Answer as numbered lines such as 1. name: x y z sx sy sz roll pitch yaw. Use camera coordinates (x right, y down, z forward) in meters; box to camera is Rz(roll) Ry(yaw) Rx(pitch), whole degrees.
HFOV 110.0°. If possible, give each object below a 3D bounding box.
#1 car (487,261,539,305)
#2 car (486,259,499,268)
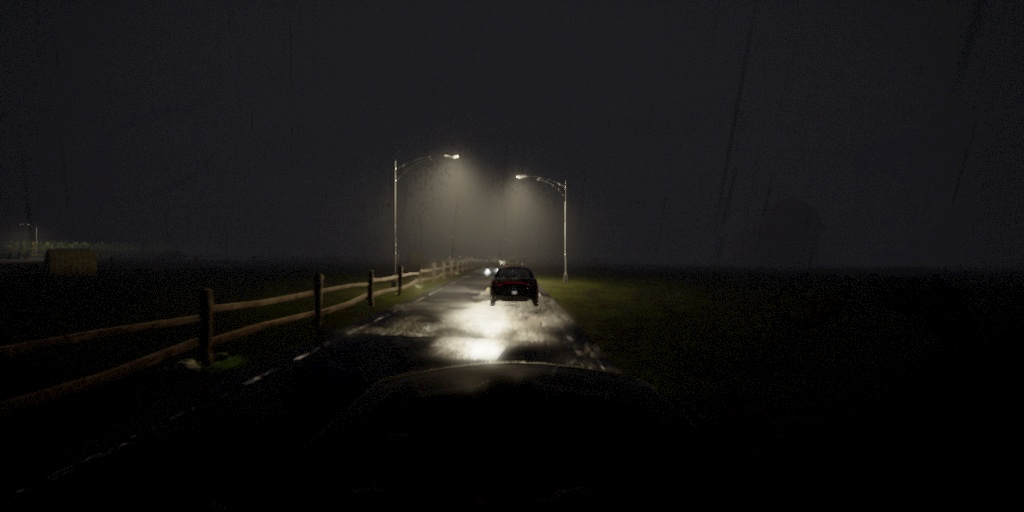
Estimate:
1. car: 0.093 1.169 15.645 1.882 1.535 5.008 0 1 0
2. car: -2.755 1.134 52.761 1.895 1.301 4.718 0 0 0
